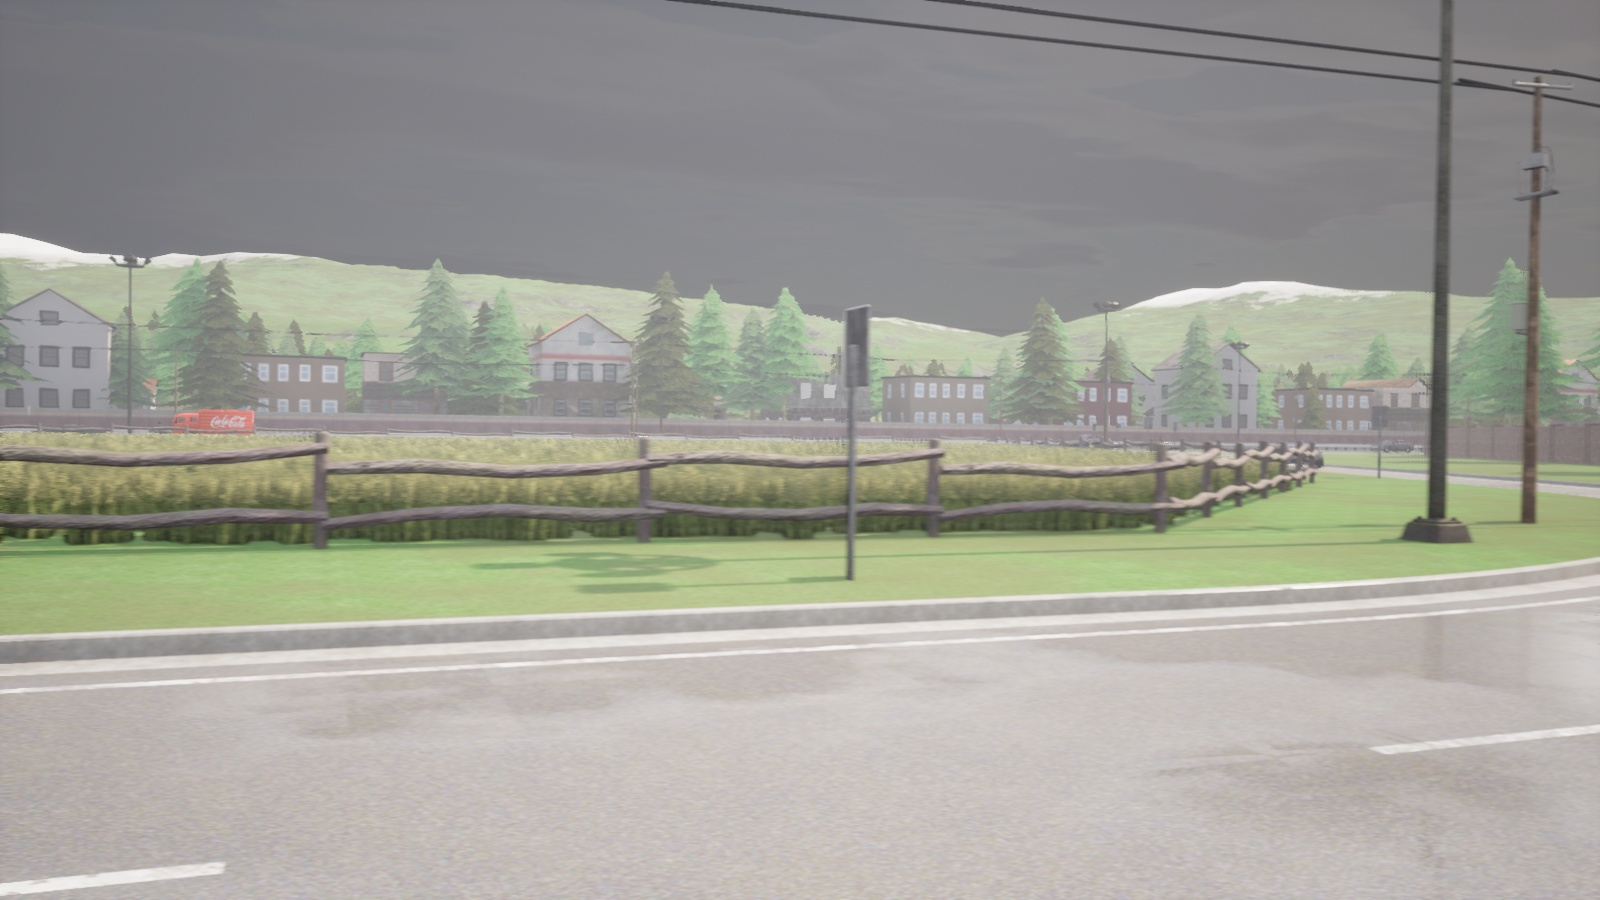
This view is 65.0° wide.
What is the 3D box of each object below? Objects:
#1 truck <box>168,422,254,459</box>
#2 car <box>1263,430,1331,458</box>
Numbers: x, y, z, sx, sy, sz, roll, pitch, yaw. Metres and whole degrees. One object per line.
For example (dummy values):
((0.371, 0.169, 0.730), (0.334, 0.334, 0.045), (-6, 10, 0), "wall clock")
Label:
((-40.825, -0.685, 87.233), (5.204, 2.467, 2.627), (-1, 1, -21), "truck")
((25.601, -0.330, 64.812), (1.994, 1.385, 4.181), (0, 1, 2), "car")
